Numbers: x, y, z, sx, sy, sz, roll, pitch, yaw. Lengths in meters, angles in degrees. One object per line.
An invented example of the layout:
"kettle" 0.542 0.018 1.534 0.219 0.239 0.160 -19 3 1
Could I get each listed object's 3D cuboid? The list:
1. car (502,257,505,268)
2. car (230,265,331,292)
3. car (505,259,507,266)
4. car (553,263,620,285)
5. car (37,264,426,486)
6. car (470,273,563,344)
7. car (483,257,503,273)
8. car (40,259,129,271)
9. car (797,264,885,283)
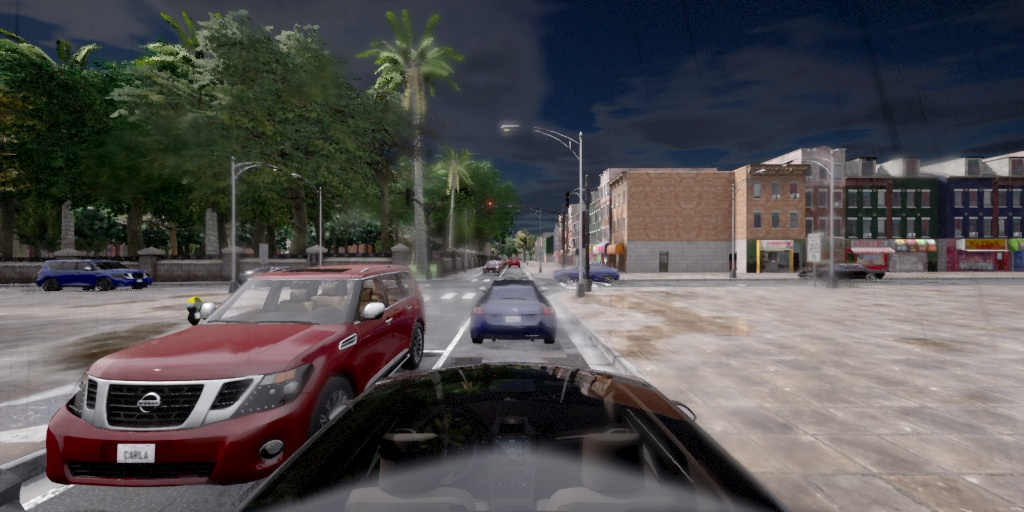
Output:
"car" -2.349 1.291 48.862 1.967 1.591 4.097 0 0 0
"car" -14.344 1.386 22.480 4.902 1.511 2.128 -1 0 -1
"car" -2.280 1.485 60.240 1.802 1.307 4.207 0 0 0
"car" 5.222 1.250 25.345 4.674 1.442 1.812 -1 0 0
"car" -2.621 1.065 5.029 2.192 1.841 5.009 0 0 0
"car" 0.045 1.316 9.644 1.994 1.385 4.181 0 0 1
"car" -2.385 1.268 43.175 1.967 1.591 4.097 0 0 0
"car" -26.165 1.232 22.548 5.566 2.045 2.150 -1 0 0
"car" 23.047 1.203 25.254 4.718 1.301 1.895 0 0 0
